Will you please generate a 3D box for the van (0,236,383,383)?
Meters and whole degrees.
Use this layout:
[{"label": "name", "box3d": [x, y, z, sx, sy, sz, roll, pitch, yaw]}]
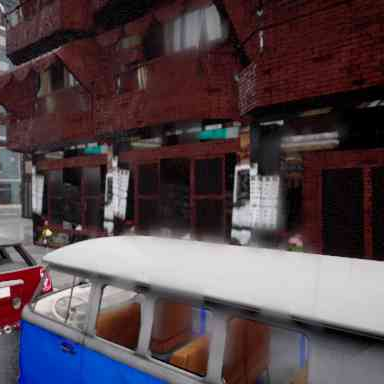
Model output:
[{"label": "van", "box3d": [0.267, 1.341, 2.543, 3.998, 1.788, 1.690, 0, -1, 35]}]
